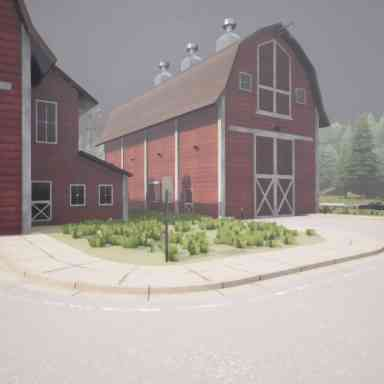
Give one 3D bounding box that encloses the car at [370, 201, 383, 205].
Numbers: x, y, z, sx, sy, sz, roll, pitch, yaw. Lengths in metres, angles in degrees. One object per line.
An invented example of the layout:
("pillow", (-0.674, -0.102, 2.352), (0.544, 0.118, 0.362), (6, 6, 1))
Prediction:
("car", (20.582, 1.632, 35.508), (1.895, 1.301, 4.718), (0, 0, -34))
